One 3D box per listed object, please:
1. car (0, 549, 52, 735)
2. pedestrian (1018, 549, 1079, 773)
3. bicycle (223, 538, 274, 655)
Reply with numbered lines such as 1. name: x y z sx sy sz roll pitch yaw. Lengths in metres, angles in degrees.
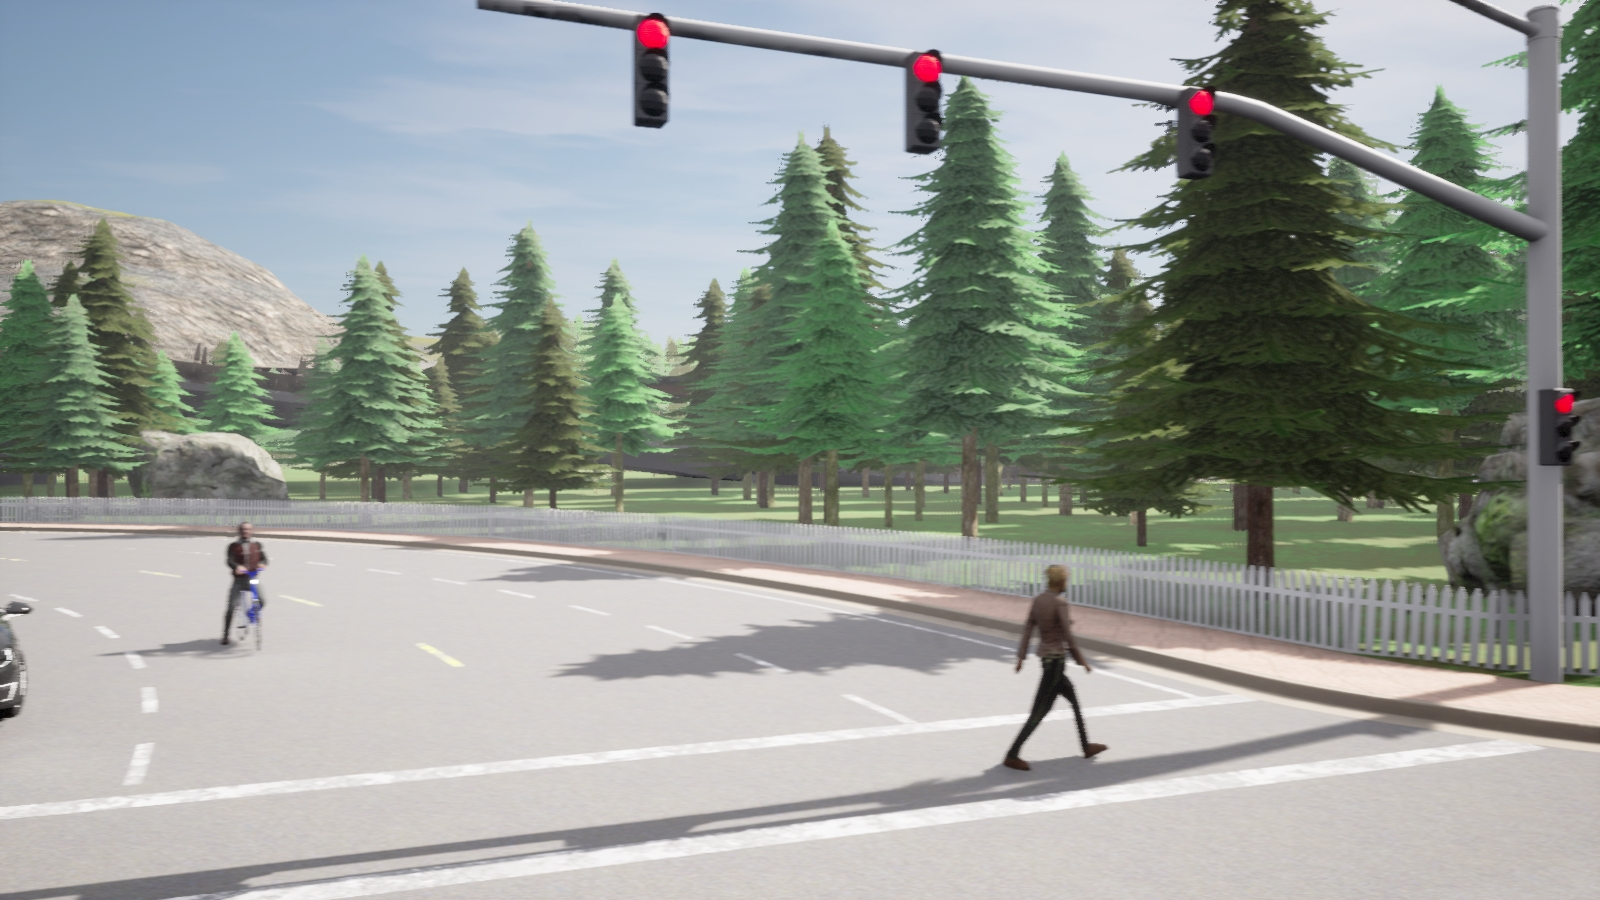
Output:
1. car: -9.896 2.059 12.649 2.231 1.480 4.892 0 0 -39
2. pedestrian: 2.156 1.807 9.926 0.375 1.860 0.375 0 0 -19
3. bicycle: -7.919 2.060 16.384 0.329 1.471 1.835 0 0 -36
